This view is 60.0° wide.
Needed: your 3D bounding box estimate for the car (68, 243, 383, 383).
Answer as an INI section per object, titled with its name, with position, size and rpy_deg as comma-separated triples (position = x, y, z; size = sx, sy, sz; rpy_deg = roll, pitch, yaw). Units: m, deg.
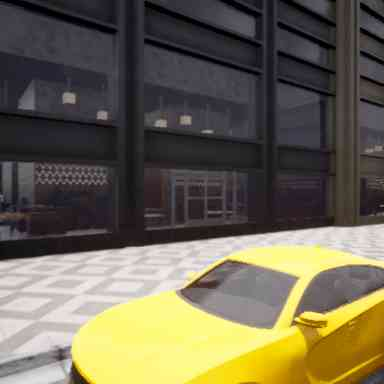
[car]
position = 1.097, 1.486, 4.161
size = 5.008, 1.535, 1.882
rpy_deg = 0, 0, -36
